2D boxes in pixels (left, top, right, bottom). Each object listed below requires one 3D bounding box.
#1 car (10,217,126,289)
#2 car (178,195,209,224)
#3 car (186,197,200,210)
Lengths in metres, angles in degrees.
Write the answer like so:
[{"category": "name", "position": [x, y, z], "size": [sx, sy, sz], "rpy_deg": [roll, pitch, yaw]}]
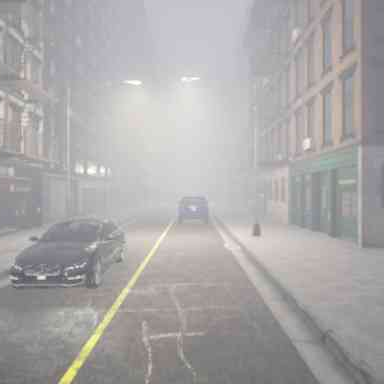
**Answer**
[{"category": "car", "position": [-3.101, 1.514, 9.277], "size": [1.837, 1.490, 4.892], "rpy_deg": [0, 0, 0]}, {"category": "car", "position": [0.099, 1.255, 25.048], "size": [2.150, 2.045, 5.566], "rpy_deg": [0, 0, 0]}, {"category": "car", "position": [0.098, 1.537, 45.919], "size": [1.882, 1.535, 5.008], "rpy_deg": [0, 0, 0]}]
